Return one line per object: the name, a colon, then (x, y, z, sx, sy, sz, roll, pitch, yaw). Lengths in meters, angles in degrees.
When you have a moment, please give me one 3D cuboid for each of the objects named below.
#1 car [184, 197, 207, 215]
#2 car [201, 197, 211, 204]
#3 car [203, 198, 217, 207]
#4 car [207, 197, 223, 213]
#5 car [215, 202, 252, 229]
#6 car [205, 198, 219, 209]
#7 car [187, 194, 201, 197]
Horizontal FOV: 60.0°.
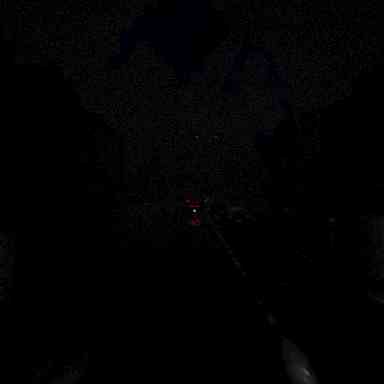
car: (0.276, 1.557, 34.386, 1.837, 1.490, 4.892, 0, 0, 1)
car: (2.997, 1.708, 70.191, 1.887, 1.381, 4.507, -1, 0, 0)
car: (2.911, 1.657, 53.972, 2.008, 1.369, 4.403, -1, 0, 0)
car: (2.825, 1.626, 37.753, 1.947, 1.339, 4.313, -1, 0, 0)
car: (2.739, 1.571, 21.534, 1.887, 1.381, 4.507, -1, 0, 0)
car: (2.882, 1.634, 48.566, 1.887, 1.381, 4.507, -1, 0, 0)
car: (0.310, 1.299, 44.384, 2.150, 2.045, 5.566, 0, 0, 2)
